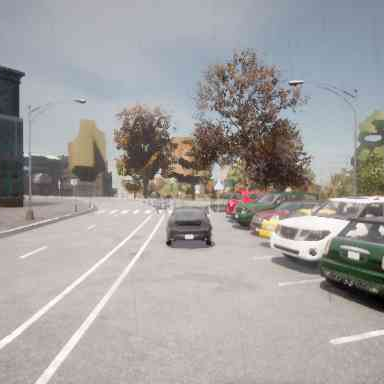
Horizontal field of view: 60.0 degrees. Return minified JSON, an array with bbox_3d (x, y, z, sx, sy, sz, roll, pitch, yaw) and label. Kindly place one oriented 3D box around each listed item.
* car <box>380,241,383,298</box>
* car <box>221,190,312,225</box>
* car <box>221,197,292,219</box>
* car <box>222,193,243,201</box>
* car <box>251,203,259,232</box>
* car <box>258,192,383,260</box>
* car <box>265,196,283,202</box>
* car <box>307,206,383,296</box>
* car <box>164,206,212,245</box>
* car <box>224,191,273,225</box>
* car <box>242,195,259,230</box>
[{"bbox_3d":[5.339,1.501,4.553,4.792,1.488,2.163,1,0,-21],"label":"car"},{"bbox_3d":[5.013,0.952,22.385,5.566,2.045,2.435,0,1,-22],"label":"car"},{"bbox_3d":[4.885,1.144,25.347,4.892,1.521,2.231,0,1,-22],"label":"car"},{"bbox_3d":[11.370,1.285,93.961,5.566,2.045,2.150,1,1,39],"label":"car"},{"bbox_3d":[5.374,1.372,13.540,5.366,1.575,1.946,0,1,-21],"label":"car"},{"bbox_3d":[5.230,1.166,10.470,5.566,2.045,2.435,1,1,-21],"label":"car"},{"bbox_3d":[19.660,1.679,79.833,1.837,1.490,4.892,0,0,-19],"label":"car"},{"bbox_3d":[5.262,1.323,7.501,4.553,1.767,2.185,1,0,-21],"label":"car"},{"bbox_3d":[-0.155,1.376,14.751,1.837,1.490,4.892,0,1,-1],"label":"car"},{"bbox_3d":[5.047,1.011,19.383,5.566,2.045,2.435,0,1,-22],"label":"car"},{"bbox_3d":[5.172,1.196,16.443,4.553,1.767,2.185,0,1,-22],"label":"car"}]
